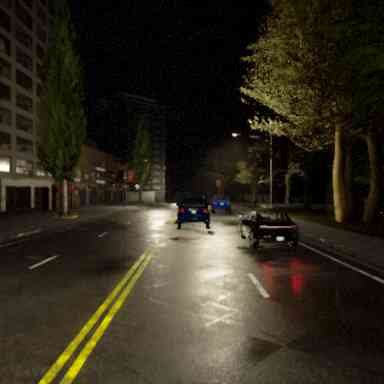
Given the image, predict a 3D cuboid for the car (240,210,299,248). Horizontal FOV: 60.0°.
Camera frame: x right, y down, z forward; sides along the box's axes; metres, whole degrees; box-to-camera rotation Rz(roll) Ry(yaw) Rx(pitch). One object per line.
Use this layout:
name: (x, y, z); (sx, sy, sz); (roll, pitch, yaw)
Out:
car: (3.350, 1.565, 15.054); (2.128, 1.511, 4.902); (0, 0, 0)

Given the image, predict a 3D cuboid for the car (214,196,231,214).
car: (3.352, 1.457, 39.640); (2.150, 2.045, 5.566); (0, 0, 0)

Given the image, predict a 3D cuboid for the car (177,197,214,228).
car: (0.103, 1.341, 23.299); (2.150, 2.045, 5.566); (0, 0, 0)

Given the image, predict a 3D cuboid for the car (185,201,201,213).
car: (0.096, 1.854, 41.933); (1.895, 1.301, 4.718); (0, -1, 0)
